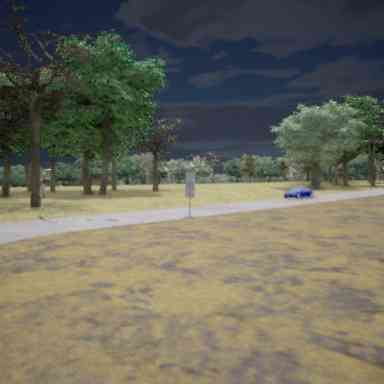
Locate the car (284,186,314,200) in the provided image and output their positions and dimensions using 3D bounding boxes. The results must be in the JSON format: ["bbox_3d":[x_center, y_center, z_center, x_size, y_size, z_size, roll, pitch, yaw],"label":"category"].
[{"bbox_3d":[13.232,0.088,41.124,5.008,1.535,1.882,-3,3,-43],"label":"car"}]
